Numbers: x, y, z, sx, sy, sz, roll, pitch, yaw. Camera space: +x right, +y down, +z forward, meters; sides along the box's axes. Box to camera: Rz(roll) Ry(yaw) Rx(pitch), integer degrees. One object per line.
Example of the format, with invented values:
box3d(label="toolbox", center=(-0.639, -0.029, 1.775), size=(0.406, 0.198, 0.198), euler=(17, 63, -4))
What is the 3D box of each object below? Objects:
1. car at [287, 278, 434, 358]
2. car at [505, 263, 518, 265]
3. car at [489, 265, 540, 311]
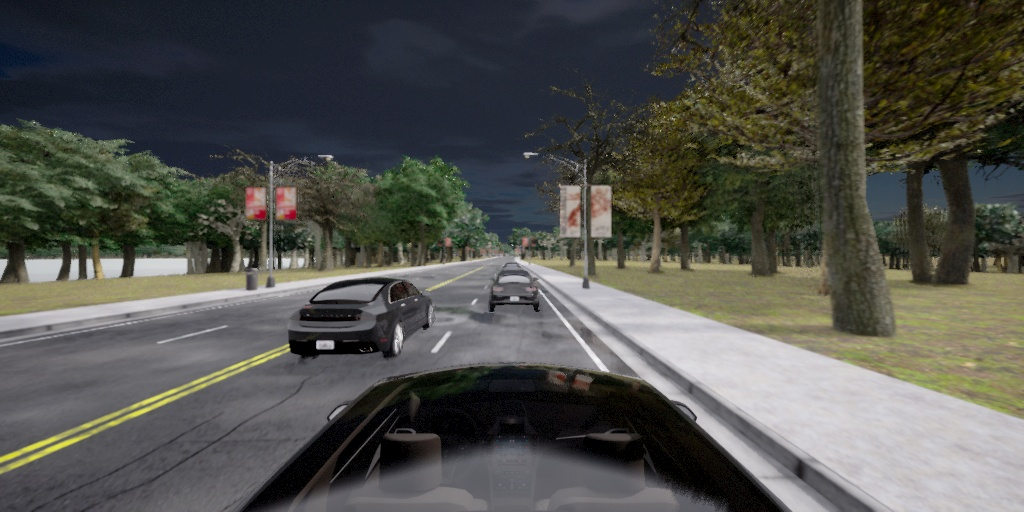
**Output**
box3d(label="car", center=(-3.157, 1.257, 8.470), size=(1.837, 1.490, 4.892), euler=(0, 0, 0))
box3d(label="car", center=(-0.008, 1.327, 34.853), size=(1.994, 1.385, 4.181), euler=(0, 0, 0))
box3d(label="car", center=(0.083, 1.279, 14.368), size=(1.812, 1.442, 4.674), euler=(0, 0, 0))
